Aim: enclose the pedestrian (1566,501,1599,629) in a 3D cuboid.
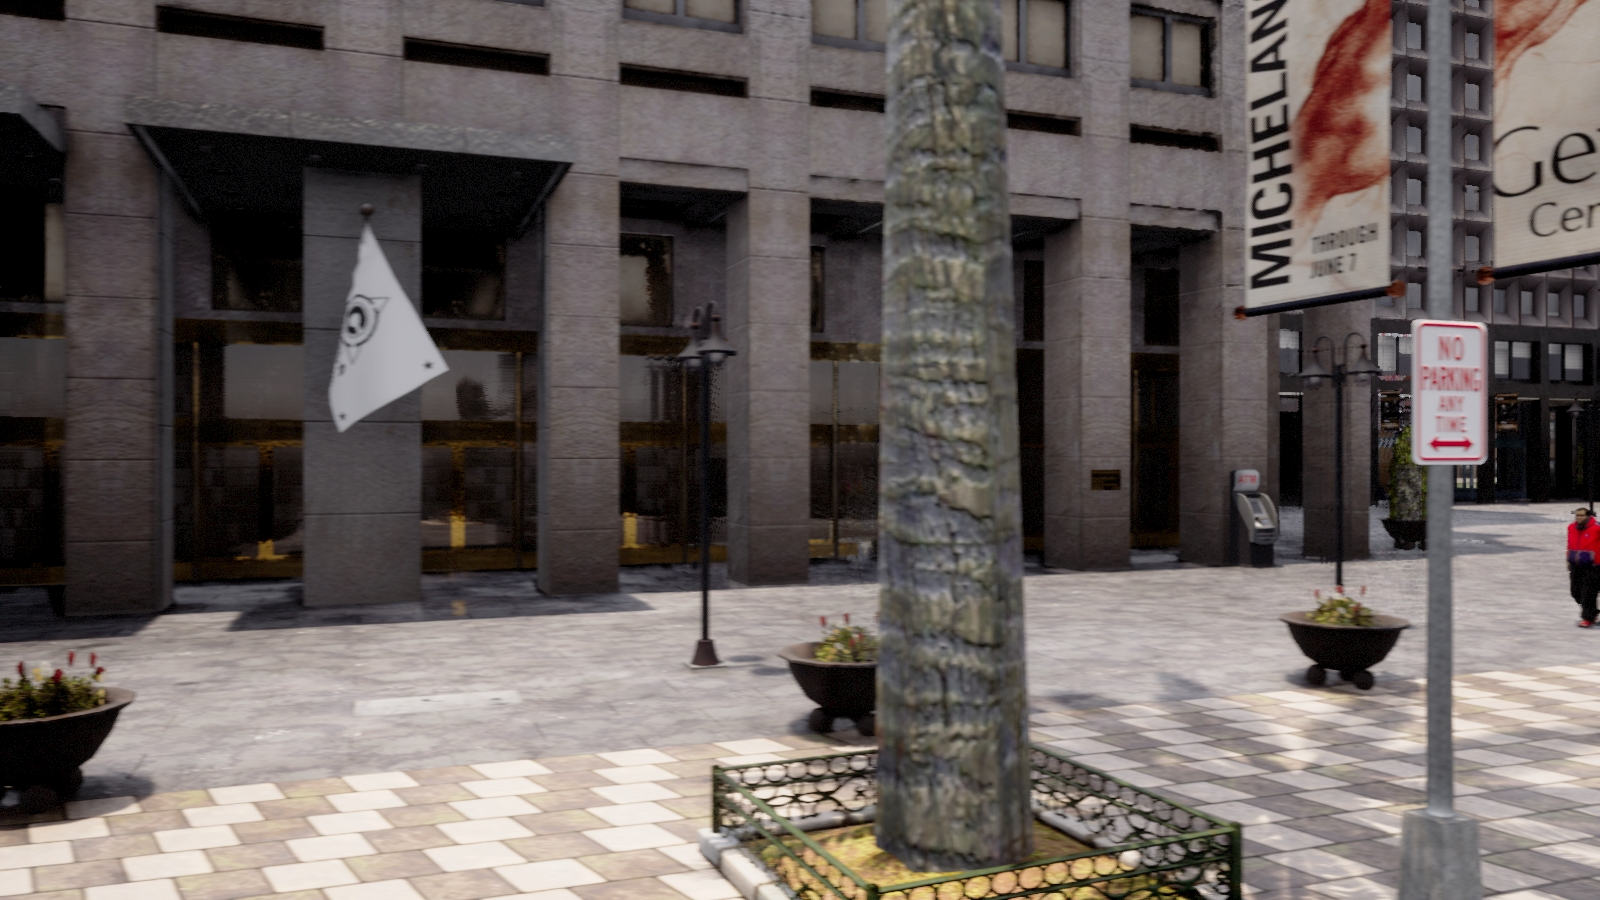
[{"bbox_3d":[11.723,1.702,17.016,0.375,1.860,0.375,0,0,-23],"label":"pedestrian"}]
